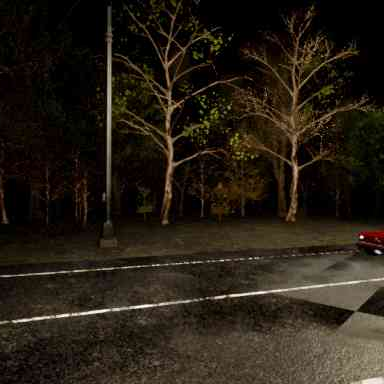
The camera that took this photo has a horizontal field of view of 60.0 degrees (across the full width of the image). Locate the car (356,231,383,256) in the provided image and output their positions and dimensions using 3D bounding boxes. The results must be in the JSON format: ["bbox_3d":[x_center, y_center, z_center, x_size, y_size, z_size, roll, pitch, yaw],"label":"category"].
[{"bbox_3d":[8.176,1.662,11.630,4.718,1.301,1.895,0,0,-19],"label":"car"}]
